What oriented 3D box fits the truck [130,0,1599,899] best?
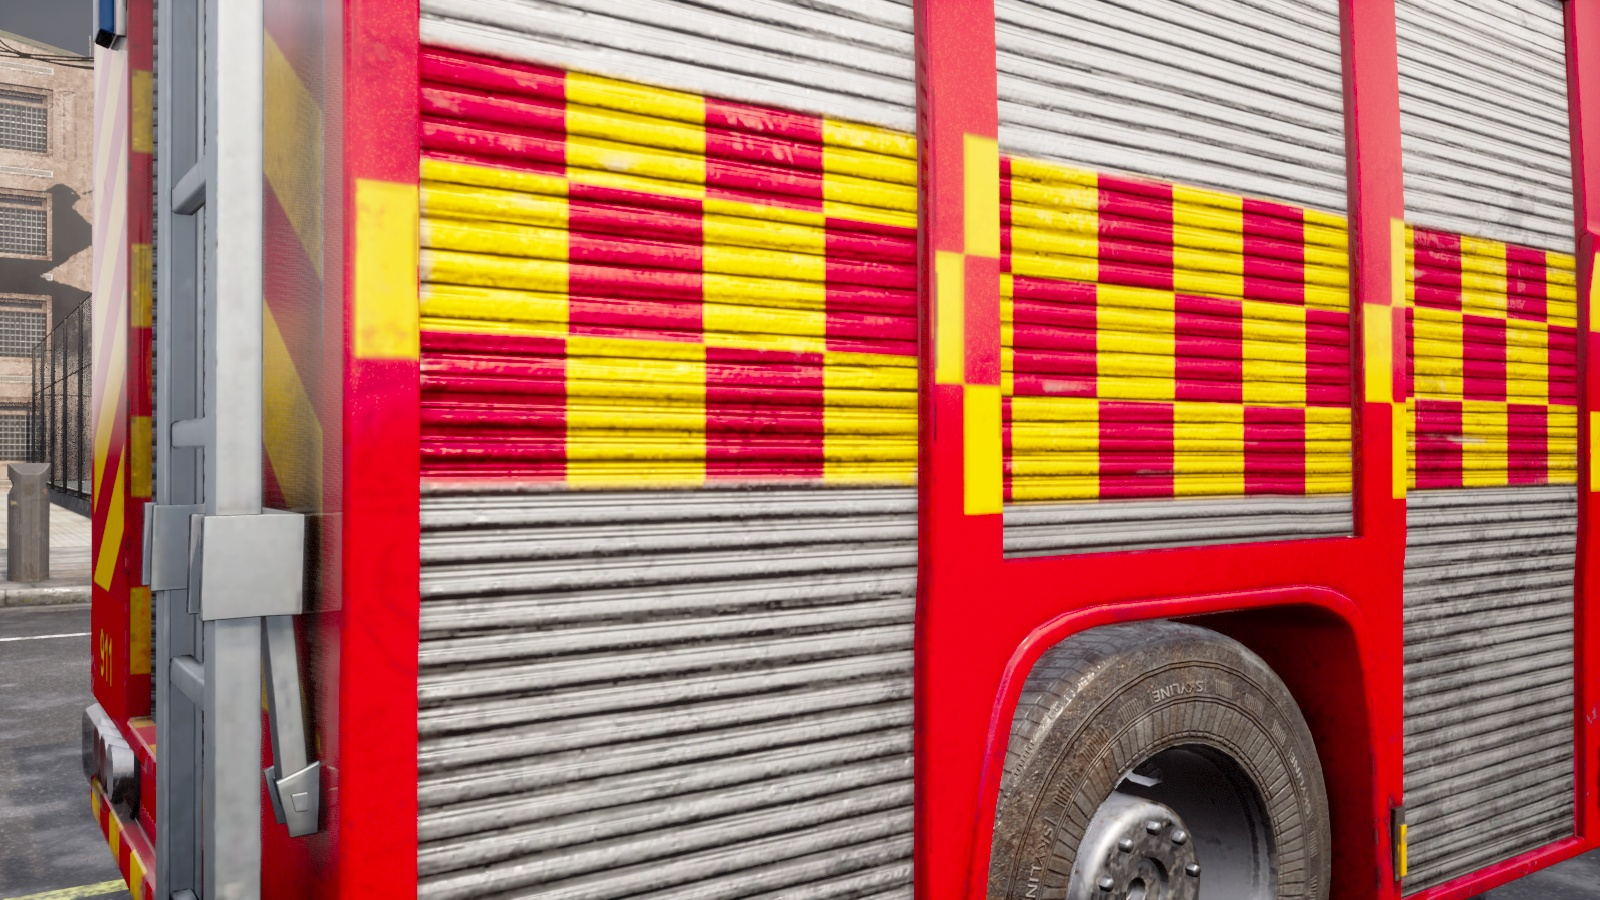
[{"bbox_3d":[2.187,-0.412,5.195,8.468,3.827,2.891,0,0,-35],"label":"truck"}]
